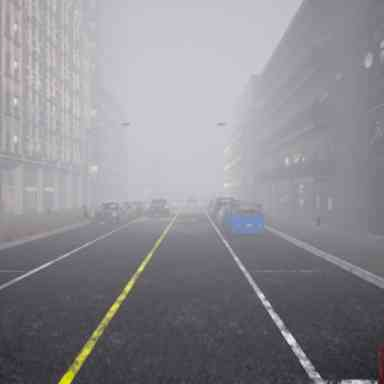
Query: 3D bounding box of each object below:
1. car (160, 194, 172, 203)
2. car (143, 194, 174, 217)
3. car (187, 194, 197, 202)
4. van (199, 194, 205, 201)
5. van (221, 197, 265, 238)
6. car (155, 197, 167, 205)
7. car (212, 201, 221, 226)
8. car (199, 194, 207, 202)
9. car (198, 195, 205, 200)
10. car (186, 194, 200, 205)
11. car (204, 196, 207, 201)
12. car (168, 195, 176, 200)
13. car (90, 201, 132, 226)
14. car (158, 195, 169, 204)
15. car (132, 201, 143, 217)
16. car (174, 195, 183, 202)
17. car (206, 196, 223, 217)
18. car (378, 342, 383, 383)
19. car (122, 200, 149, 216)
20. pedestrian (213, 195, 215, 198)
[{"bbox_3d":[-5.700,1.394,73.083,2.192,1.841,5.009,0,0,0],"label":"car"},{"bbox_3d":[-3.100,1.379,31.753,2.097,1.767,4.553,0,0,0],"label":"car"},{"bbox_3d":[-0.006,1.284,73.771,2.097,1.767,4.553,0,0,0],"label":"car"},{"bbox_3d":[2.679,1.446,89.738,1.690,1.788,3.998,0,0,0],"label":"van"},{"bbox_3d":[2.686,1.355,17.576,1.690,1.788,3.998,0,0,0],"label":"van"},{"bbox_3d":[-5.698,1.646,61.981,1.802,1.307,4.206,0,0,0],"label":"car"},{"bbox_3d":[2.687,1.570,23.126,2.008,1.369,4.403,0,0,0],"label":"car"},{"bbox_3d":[2.680,1.402,78.636,2.192,1.841,5.009,0,0,0],"label":"car"},{"bbox_3d":[2.678,1.554,95.288,1.967,1.590,4.097,0,0,0],"label":"car"},{"bbox_3d":[0.007,1.585,58.364,1.812,1.442,4.674,0,0,1],"label":"car"},{"bbox_3d":[2.996,1.547,43.842,1.837,1.490,4.892,0,0,0],"label":"car"},{"bbox_3d":[-5.702,1.680,95.287,1.947,1.339,4.313,0,0,0],"label":"car"},{"bbox_3d":[-5.694,1.459,23.124,1.967,1.590,4.097,0,0,0],"label":"car"},{"bbox_3d":[-5.699,1.511,67.532,1.967,1.590,4.097,0,0,0],"label":"car"},{"bbox_3d":[-5.695,1.549,28.505,1.752,1.417,4.829,0,0,0],"label":"car"},{"bbox_3d":[-3.008,1.440,74.000,1.837,1.490,4.892,0,0,0],"label":"car"},{"bbox_3d":[2.685,1.339,28.677,2.192,1.841,5.009,0,0,0],"label":"car"},{"bbox_3d":[2.688,1.316,0.923,2.192,1.841,5.009,0,0,0],"label":"car"},{"bbox_3d":[-5.695,1.581,34.226,2.008,1.369,4.403,0,0,0],"label":"car"},{"bbox_3d":[2.995,1.339,46.786,0.375,1.860,0.375,0,0,-1],"label":"pedestrian"}]
